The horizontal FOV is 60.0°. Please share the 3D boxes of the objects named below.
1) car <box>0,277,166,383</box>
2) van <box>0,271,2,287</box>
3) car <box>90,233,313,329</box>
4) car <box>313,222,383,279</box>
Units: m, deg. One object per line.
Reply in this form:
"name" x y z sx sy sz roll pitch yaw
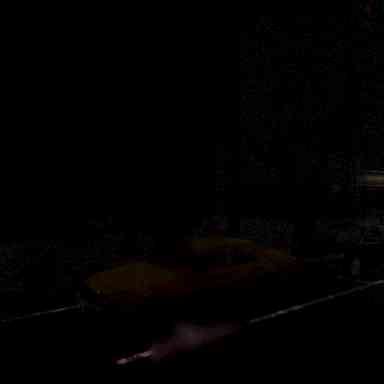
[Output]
"car" -2.563 1.592 1.550 4.718 1.301 1.895 0 0 -35
"van" -4.265 1.331 3.611 3.998 1.788 1.690 0 0 -35
"car" 0.186 1.554 6.784 4.829 1.417 1.752 0 0 -35
"car" 4.912 1.621 10.154 4.403 1.369 2.008 1 -1 -35
